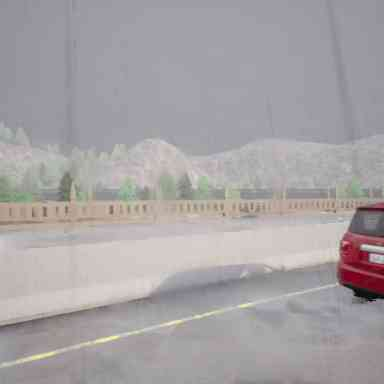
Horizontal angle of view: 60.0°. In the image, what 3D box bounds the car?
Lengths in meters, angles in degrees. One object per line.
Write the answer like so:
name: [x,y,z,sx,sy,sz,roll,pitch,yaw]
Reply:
car: [5.462,1.219,6.926,5.566,2.045,2.150,0,0,-30]
